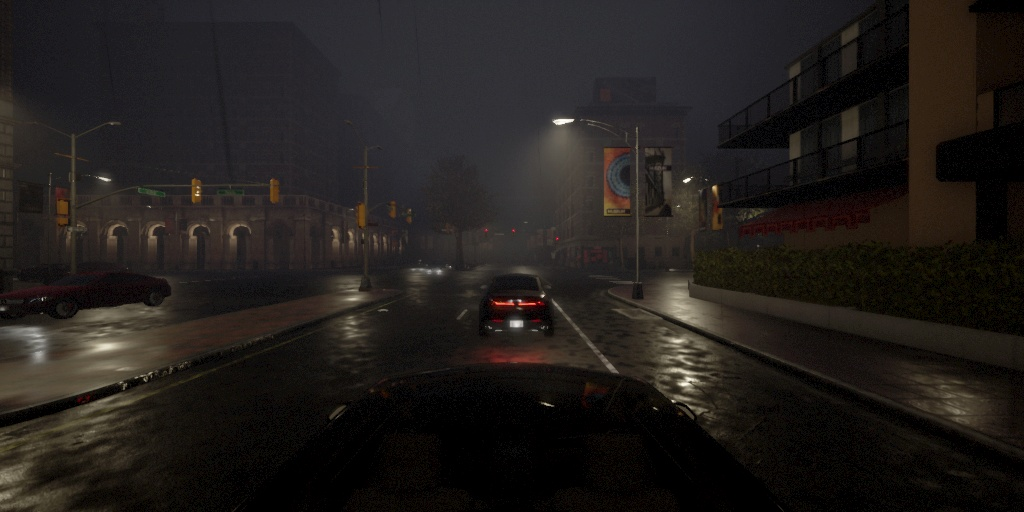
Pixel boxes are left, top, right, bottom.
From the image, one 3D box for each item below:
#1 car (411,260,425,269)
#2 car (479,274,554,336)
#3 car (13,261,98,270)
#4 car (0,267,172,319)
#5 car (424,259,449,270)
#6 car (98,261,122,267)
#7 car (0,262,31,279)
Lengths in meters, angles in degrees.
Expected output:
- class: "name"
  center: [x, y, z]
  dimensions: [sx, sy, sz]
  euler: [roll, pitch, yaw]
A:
- class: "car"
  center: [-14.810, 1.313, 57.715]
  dimensions: [1.994, 1.385, 4.181]
  euler: [0, 0, 0]
- class: "car"
  center: [0.117, 1.255, 10.360]
  dimensions: [1.837, 1.490, 4.892]
  euler: [0, 0, 0]
- class: "car"
  center: [-36.857, 1.314, 28.945]
  dimensions: [4.181, 1.385, 1.994]
  euler: [0, 0, 0]
- class: "car"
  center: [-14.951, 1.282, 12.876]
  dimensions: [1.812, 1.442, 4.674]
  euler: [0, 0, 0]
- class: "car"
  center: [-11.337, 1.351, 54.011]
  dimensions: [1.895, 1.301, 4.718]
  euler: [0, 0, 0]
- class: "car"
  center: [-37.257, 1.228, 32.445]
  dimensions: [5.008, 1.535, 1.882]
  euler: [0, 0, 0]
- class: "car"
  center: [-47.094, 1.276, 32.479]
  dimensions: [4.674, 1.442, 1.812]
  euler: [0, 0, 1]
